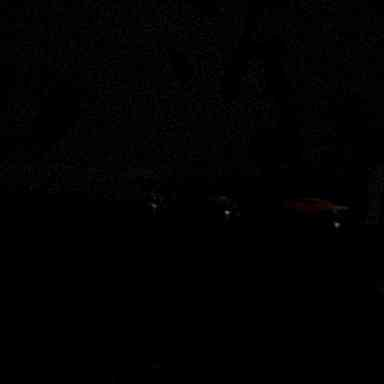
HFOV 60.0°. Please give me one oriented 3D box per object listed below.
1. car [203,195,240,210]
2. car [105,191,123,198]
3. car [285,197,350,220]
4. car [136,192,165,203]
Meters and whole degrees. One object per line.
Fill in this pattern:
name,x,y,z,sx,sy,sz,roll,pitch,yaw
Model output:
car,2.946,1.060,34.867,1.812,1.442,4.674,1,1,-35
car,-15.455,0.486,65.711,2.033,1.411,5.357,1,1,-36
car,9.538,1.213,25.617,1.882,1.535,5.008,1,1,-36
car,-5.569,0.781,46.823,1.837,1.490,4.892,1,1,-35
